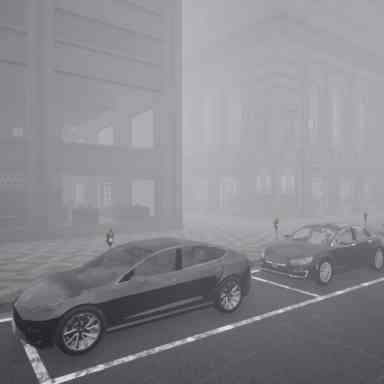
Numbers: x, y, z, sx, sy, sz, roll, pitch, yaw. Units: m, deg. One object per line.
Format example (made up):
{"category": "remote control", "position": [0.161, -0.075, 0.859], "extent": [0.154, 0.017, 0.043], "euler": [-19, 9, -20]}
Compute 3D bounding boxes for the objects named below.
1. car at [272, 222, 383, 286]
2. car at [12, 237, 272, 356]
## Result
{"category": "car", "position": [3.791, 1.551, 9.333], "extent": [4.403, 1.369, 2.008], "euler": [0, 0, -35]}
{"category": "car", "position": [-0.805, 1.566, 6.071], "extent": [4.313, 1.339, 1.947], "euler": [0, 0, -35]}
